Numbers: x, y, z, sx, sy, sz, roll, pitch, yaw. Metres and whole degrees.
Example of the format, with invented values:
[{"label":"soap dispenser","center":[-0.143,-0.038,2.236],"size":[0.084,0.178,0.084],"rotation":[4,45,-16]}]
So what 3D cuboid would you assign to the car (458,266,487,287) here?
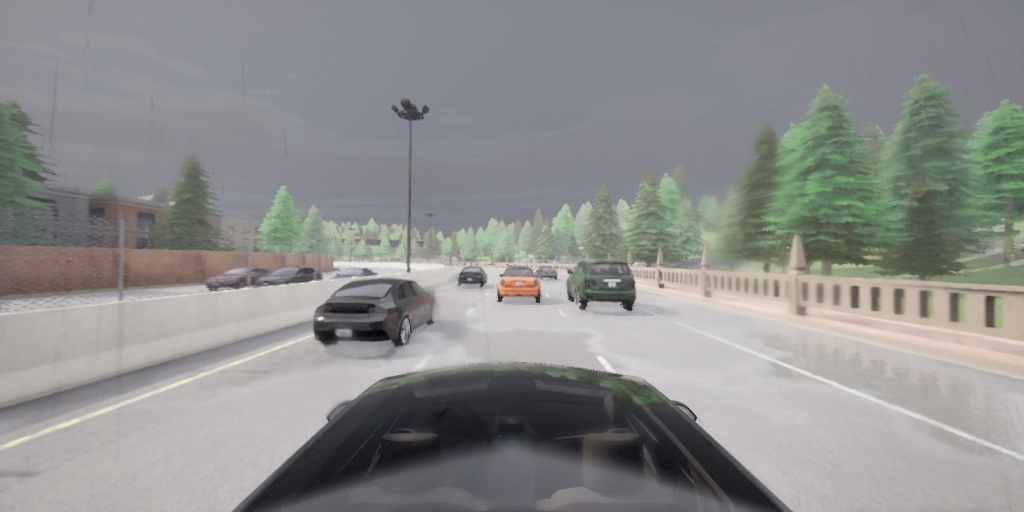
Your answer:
[{"label":"car","center":[-3.029,1.558,28.193],"size":[1.882,1.535,5.008],"rotation":[1,-1,0]}]

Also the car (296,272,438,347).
[{"label":"car","center":[-3.305,1.333,9.595],"size":[1.837,1.490,4.892],"rotation":[0,-1,1]}]

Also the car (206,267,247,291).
[{"label":"car","center":[-17.284,1.419,23.312],"size":[1.812,1.442,4.674],"rotation":[0,-1,1]}]

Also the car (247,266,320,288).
[{"label":"car","center":[-13.797,1.418,22.606],"size":[1.837,1.490,4.892],"rotation":[1,-1,1]}]

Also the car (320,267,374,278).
[{"label":"car","center":[-10.283,1.482,23.585],"size":[1.812,1.442,4.674],"rotation":[0,-1,1]}]

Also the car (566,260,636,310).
[{"label":"car","center":[3.817,1.200,16.183],"size":[2.150,2.045,5.566],"rotation":[0,-1,1]}]

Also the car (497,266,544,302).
[{"label":"car","center":[0.365,1.336,18.885],"size":[2.097,1.767,4.553],"rotation":[0,-1,1]}]

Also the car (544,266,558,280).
[{"label":"car","center":[3.560,1.822,38.420],"size":[2.033,1.411,5.357],"rotation":[1,-1,-5]}]
